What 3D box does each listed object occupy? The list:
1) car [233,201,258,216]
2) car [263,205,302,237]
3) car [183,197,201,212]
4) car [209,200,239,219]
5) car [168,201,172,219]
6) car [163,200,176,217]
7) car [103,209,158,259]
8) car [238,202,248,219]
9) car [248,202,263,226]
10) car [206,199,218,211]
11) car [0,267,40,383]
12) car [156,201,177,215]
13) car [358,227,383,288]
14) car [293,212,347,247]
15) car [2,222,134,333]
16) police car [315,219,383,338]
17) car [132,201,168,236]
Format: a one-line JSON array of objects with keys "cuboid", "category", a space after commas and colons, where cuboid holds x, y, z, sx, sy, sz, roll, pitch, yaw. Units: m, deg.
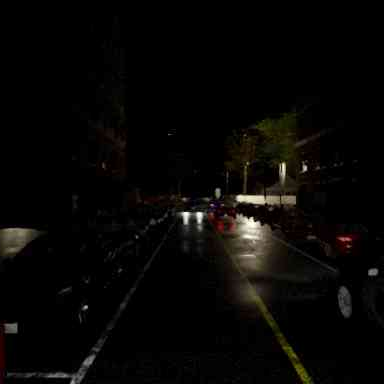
[{"cuboid": [5.456, 1.643, 34.489, 1.947, 1.339, 4.313, 0, 0, 0], "category": "car"}, {"cuboid": [5.420, 1.569, 18.104, 1.752, 1.417, 4.829, 0, 0, 0], "category": "car"}, {"cuboid": [0.079, 1.599, 39.806, 1.812, 1.442, 4.674, 0, 0, 0], "category": "car"}, {"cuboid": [2.857, 1.662, 29.982, 1.895, 1.301, 4.718, 0, 0, 1], "category": "car"}, {"cuboid": [-2.594, 1.557, 23.297, 1.752, 1.417, 4.829, 0, 0, 0], "category": "car"}, {"cuboid": [-2.581, 1.484, 28.986, 1.967, 1.590, 4.097, 0, 0, 0], "category": "car"}, {"cuboid": [-2.617, 1.562, 12.429, 2.008, 1.369, 4.403, 0, 0, 0], "category": "car"}, {"cuboid": [5.444, 1.648, 28.970, 1.802, 1.307, 4.206, 0, 0, 0], "category": "car"}, {"cuboid": [5.432, 1.599, 23.452, 1.887, 1.381, 4.507, 0, 0, 0], "category": "car"}, {"cuboid": [2.829, 1.606, 39.568, 1.812, 1.442, 4.674, 0, 0, 0], "category": "car"}, {"cuboid": [-2.640, 1.539, 1.393, 1.887, 1.381, 4.507, 0, 0, 0], "category": "car"}, {"cuboid": [-2.570, 1.637, 34.505, 1.802, 1.307, 4.206, 0, 0, 0], "category": "car"}, {"cuboid": [5.397, 1.607, 6.898, 1.802, 1.307, 4.206, 0, 0, 0], "category": "car"}, {"cuboid": [5.408, 1.615, 12.416, 1.802, 1.307, 4.206, 0, 0, 0], "category": "car"}, {"cuboid": [-2.628, 1.568, 6.911, 1.947, 1.339, 4.313, 0, 0, 0], "category": "car"}, {"cuboid": [3.579, 1.441, 4.306, 1.930, 1.638, 5.238, 0, 0, 0], "category": "police car"}, {"cuboid": [-2.605, 1.461, 17.948, 1.967, 1.590, 4.097, 0, 0, 0], "category": "car"}]
